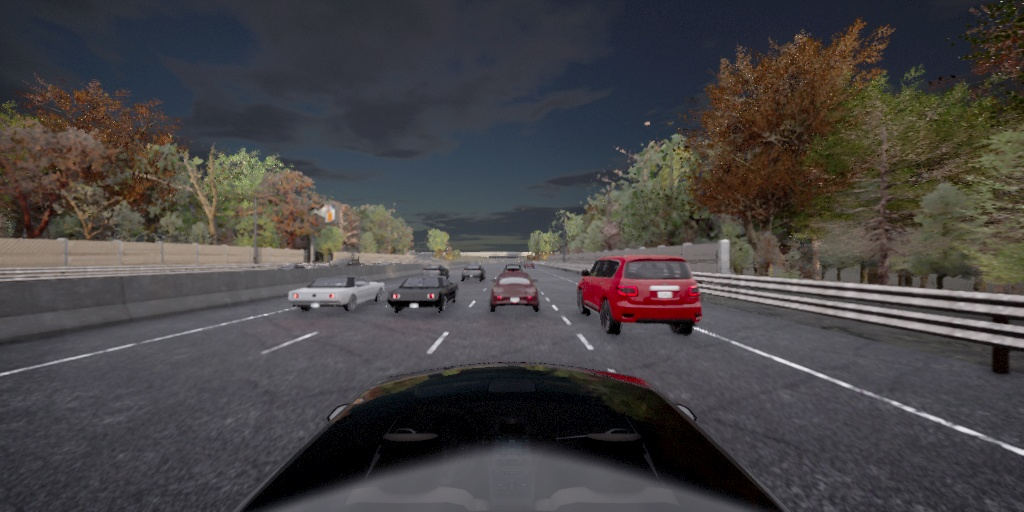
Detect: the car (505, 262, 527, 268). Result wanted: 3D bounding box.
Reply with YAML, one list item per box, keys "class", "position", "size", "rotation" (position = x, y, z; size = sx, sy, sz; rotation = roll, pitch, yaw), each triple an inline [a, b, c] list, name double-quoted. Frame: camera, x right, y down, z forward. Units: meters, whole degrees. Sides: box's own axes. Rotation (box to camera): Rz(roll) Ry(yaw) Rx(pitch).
- class: "car"
  position: [0.097, 1.508, 32.641]
  size: [1.837, 1.490, 4.892]
  rotation: [0, 0, 0]

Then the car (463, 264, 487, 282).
- class: "car"
  position: [-3.401, 1.494, 32.601]
  size: [2.128, 1.511, 4.902]
  rotation: [0, 0, 0]

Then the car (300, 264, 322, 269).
- class: "car"
  position: [-24.590, 1.717, 46.062]
  size: [1.895, 1.301, 4.718]
  rotation: [0, 0, 0]

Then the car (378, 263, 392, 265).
- class: "car"
  position: [-17.583, 1.650, 49.138]
  size: [1.837, 1.490, 4.892]
  rotation: [0, -1, 0]

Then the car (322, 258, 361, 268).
- class: "car"
  position: [-21.096, 1.331, 45.261]
  size: [2.150, 2.045, 5.566]
  rotation: [0, 0, 0]

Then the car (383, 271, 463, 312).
- class: "car"
  position: [-3.403, 1.454, 14.699]
  size: [1.895, 1.301, 4.718]
  rotation: [0, 0, 0]

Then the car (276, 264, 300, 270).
- class: "car"
  position: [-28.083, 1.677, 45.613]
  size: [1.994, 1.385, 4.181]
  rotation: [0, -1, 0]

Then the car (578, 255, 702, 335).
- class: "car"
  position: [3.504, 1.007, 10.938]
  size: [2.150, 2.045, 5.566]
  rotation: [0, 0, 0]

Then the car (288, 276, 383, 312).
- class: "car"
  position: [-6.902, 1.455, 14.805]
  size: [1.895, 1.301, 4.718]
  rotation: [0, 0, 0]

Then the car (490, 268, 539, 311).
- class: "car"
  position: [0.097, 1.381, 14.855]
  size: [1.812, 1.442, 4.674]
  rotation: [0, 0, 0]

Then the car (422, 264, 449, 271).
- class: "car"
  position: [-6.900, 1.494, 32.607]
  size: [2.128, 1.511, 4.902]
  rotation: [0, 0, 0]
